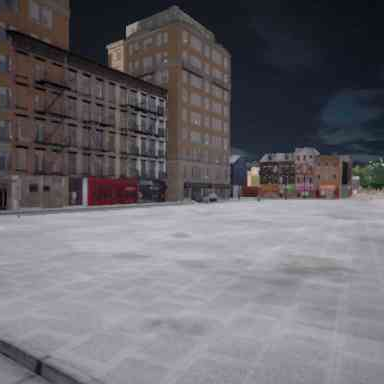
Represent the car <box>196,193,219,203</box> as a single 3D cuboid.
[{"bbox_3d":[2.663,1.038,55.871,2.097,1.767,4.553,0,0,36],"label":"car"}]
